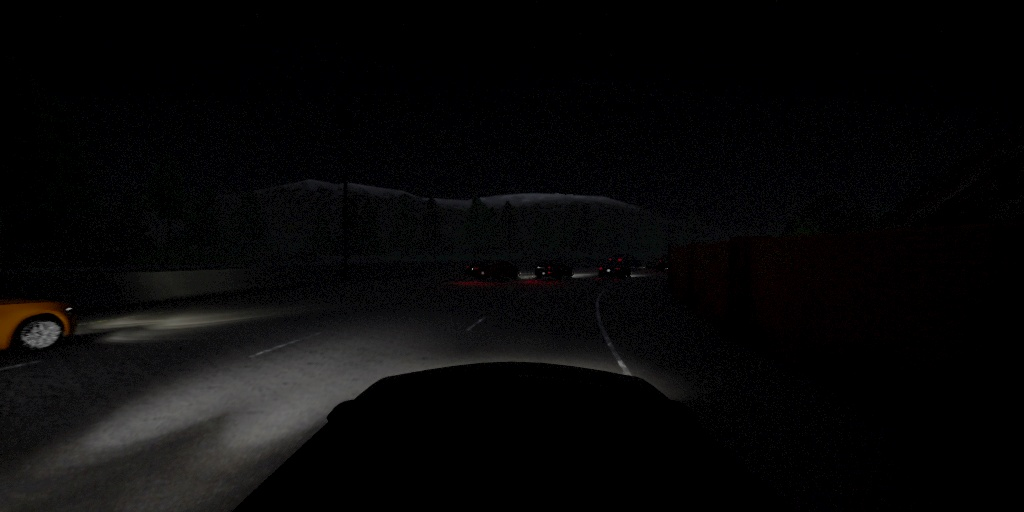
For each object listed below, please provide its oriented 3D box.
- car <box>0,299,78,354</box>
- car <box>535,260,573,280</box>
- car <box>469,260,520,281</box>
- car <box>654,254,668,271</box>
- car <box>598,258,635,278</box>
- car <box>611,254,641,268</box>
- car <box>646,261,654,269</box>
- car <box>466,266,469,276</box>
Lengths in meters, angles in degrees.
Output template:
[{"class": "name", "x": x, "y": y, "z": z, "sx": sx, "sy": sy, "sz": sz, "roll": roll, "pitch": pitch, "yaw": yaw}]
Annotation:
[{"class": "car", "x": -10.199, "y": 1.127, "z": 5.439, "sx": 1.882, "sy": 1.535, "sz": 5.008, "roll": 0, "pitch": 0, "yaw": 4}, {"class": "car", "x": 3.440, "y": 1.064, "z": 28.736, "sx": 2.128, "sy": 1.511, "sz": 4.902, "roll": 0, "pitch": 0, "yaw": 27}, {"class": "car", "x": -1.036, "y": 1.027, "z": 27.518, "sx": 1.882, "sy": 1.535, "sz": 5.008, "roll": 0, "pitch": 0, "yaw": 24}, {"class": "car", "x": 20.394, "y": 0.798, "z": 44.682, "sx": 5.566, "sy": 2.045, "sz": 2.150, "roll": 0, "pitch": 1, "yaw": -41}, {"class": "car", "x": 9.065, "y": 1.157, "z": 31.423, "sx": 1.994, "sy": 1.385, "sz": 4.181, "roll": 1, "pitch": 1, "yaw": 32}, {"class": "car", "x": 15.846, "y": 0.720, "z": 50.145, "sx": 5.566, "sy": 2.045, "sz": 2.150, "roll": 0, "pitch": 0, "yaw": -40}, {"class": "car", "x": 20.170, "y": 1.104, "z": 49.011, "sx": 4.181, "sy": 1.385, "sz": 1.994, "roll": 0, "pitch": 0, "yaw": -39}, {"class": "car", "x": -2.305, "y": 1.068, "z": 32.353, "sx": 1.994, "sy": 1.385, "sz": 4.181, "roll": 0, "pitch": 0, "yaw": 30}]
